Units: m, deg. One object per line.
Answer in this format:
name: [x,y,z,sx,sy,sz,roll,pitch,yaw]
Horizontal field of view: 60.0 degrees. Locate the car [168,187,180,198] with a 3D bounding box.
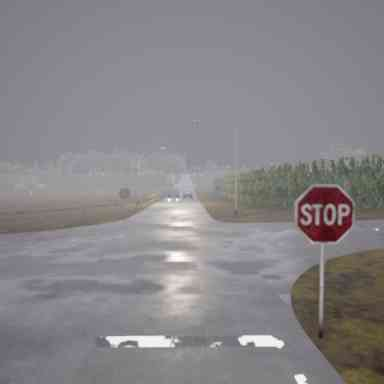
car: [-3.557,0.136,65.541,2.150,2.045,5.566,0,2,-1]

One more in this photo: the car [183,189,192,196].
car: [-0.877,0.122,71.463,1.895,1.301,4.718,0,3,-1]

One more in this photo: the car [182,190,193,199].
car: [-0.757,0.577,61.444,1.812,1.442,4.674,0,2,-1]
